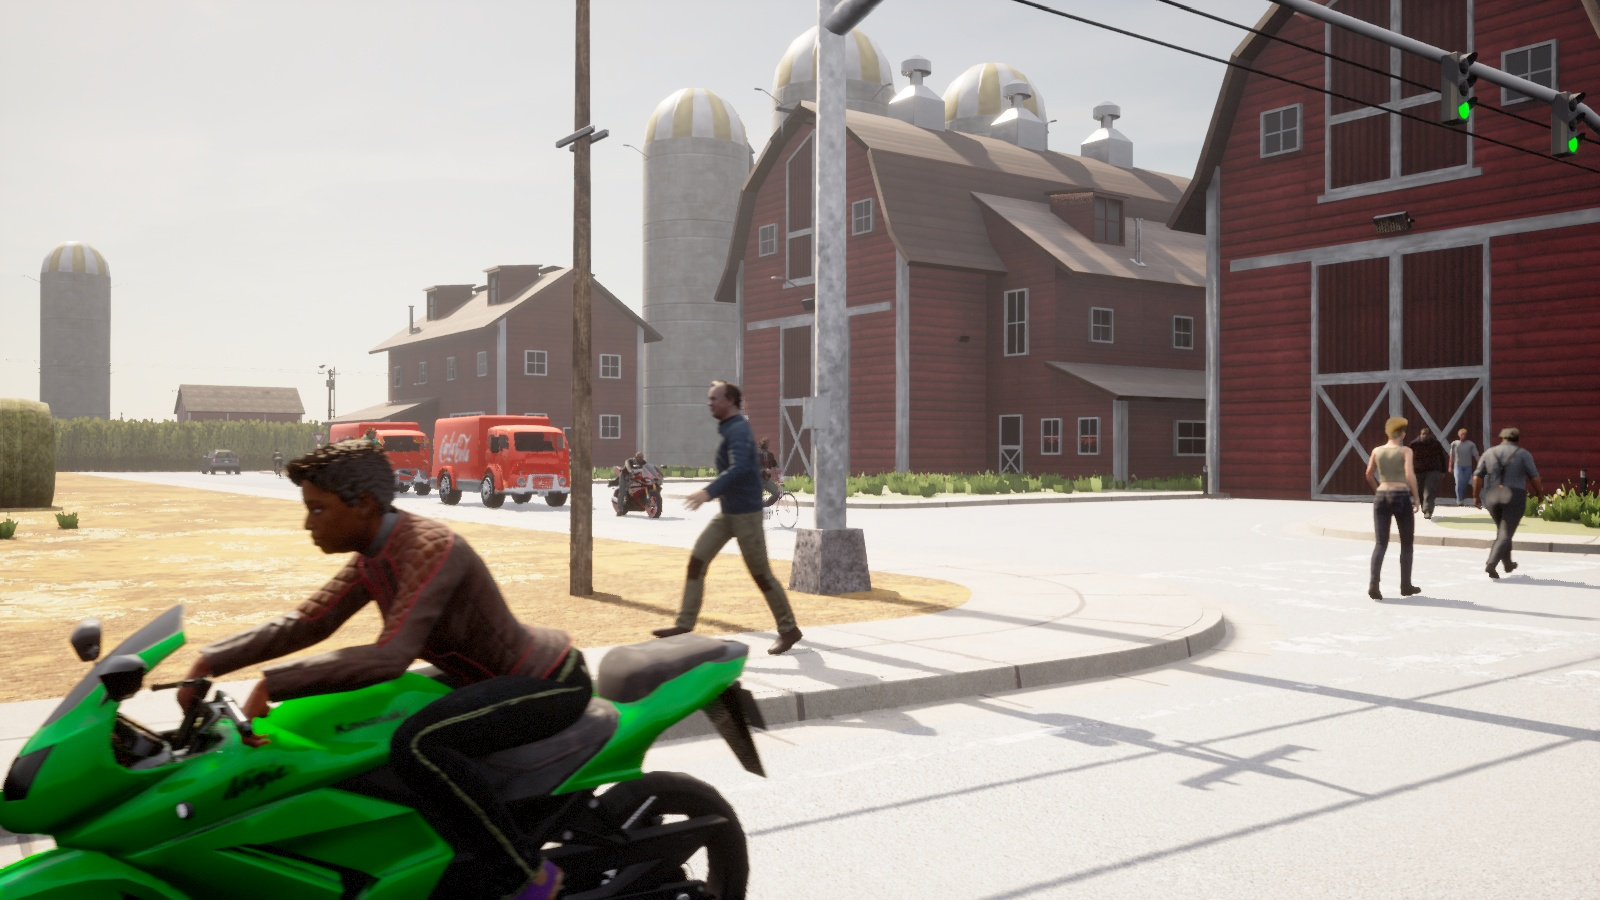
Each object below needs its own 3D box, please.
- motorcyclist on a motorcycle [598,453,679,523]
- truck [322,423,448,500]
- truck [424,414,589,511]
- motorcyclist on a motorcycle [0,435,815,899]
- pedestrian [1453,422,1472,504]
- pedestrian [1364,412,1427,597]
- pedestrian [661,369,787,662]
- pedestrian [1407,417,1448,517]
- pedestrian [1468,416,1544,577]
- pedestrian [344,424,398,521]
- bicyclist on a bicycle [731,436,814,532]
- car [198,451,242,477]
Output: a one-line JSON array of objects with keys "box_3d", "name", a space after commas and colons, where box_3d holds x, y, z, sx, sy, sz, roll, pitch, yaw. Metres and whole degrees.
[{"box_3d": [-3.696, 0.831, 28.585, 0.866, 1.530, 2.191, 0, 0, -36], "name": "motorcyclist on a motorcycle"}, {"box_3d": [-14.410, 0.349, 43.388, 2.627, 2.467, 5.204, -1, 1, -36], "name": "truck"}, {"box_3d": [-8.225, 0.334, 34.843, 2.627, 2.467, 5.204, 0, 0, -36], "name": "truck"}, {"box_3d": [-1.028, 0.736, 2.962, 2.044, 1.523, 0.797, 0, 0, -35], "name": "motorcyclist on a motorcycle"}, {"box_3d": [14.980, 0.297, 28.408, 0.354, 1.836, 0.706, 0, 0, 26], "name": "pedestrian"}, {"box_3d": [6.035, 0.538, 12.731, 0.594, 1.836, 0.345, 0, 0, -38], "name": "pedestrian"}, {"box_3d": [-0.501, 0.413, 8.245, 0.726, 1.842, 0.402, 0, 0, -22], "name": "pedestrian"}, {"box_3d": [11.838, 0.320, 23.679, 0.634, 1.844, 0.899, 0, 0, 31], "name": "pedestrian"}, {"box_3d": [8.341, 0.539, 14.834, 0.694, 1.848, 0.540, 0, 0, -37], "name": "pedestrian"}, {"box_3d": [-8.820, 0.455, 25.844, 0.873, 1.952, 0.659, 0, 0, 34], "name": "pedestrian"}, {"box_3d": [-0.547, 0.644, 24.227, 0.659, 1.776, 1.843, 0, -1, -36], "name": "bicyclist on a bicycle"}, {"box_3d": [-37.665, 0.896, 81.530, 1.851, 1.617, 3.988, 0, 0, -36], "name": "car"}]
